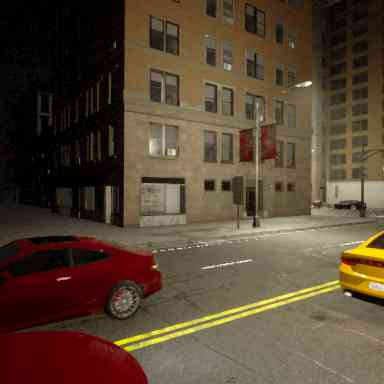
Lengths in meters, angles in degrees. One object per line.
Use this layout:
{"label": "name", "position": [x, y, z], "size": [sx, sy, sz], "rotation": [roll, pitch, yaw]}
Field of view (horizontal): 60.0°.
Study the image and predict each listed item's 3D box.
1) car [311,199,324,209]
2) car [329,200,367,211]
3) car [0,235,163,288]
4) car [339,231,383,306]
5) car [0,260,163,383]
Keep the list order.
{"label": "car", "position": [15.549, 1.582, 44.926], "size": [2.008, 1.369, 4.403], "rotation": [0, 0, -35]}
{"label": "car", "position": [18.826, 1.597, 40.308], "size": [1.947, 1.339, 4.313], "rotation": [0, 0, -35]}
{"label": "car", "position": [-2.721, 1.526, 5.741], "size": [4.674, 1.442, 1.812], "rotation": [0, 0, -36]}
{"label": "car", "position": [5.201, 1.478, 7.170], "size": [5.008, 1.535, 1.882], "rotation": [0, 0, -35]}
{"label": "car", "position": [-2.426, 1.526, 1.708], "size": [4.674, 1.442, 1.812], "rotation": [0, 0, -36]}
